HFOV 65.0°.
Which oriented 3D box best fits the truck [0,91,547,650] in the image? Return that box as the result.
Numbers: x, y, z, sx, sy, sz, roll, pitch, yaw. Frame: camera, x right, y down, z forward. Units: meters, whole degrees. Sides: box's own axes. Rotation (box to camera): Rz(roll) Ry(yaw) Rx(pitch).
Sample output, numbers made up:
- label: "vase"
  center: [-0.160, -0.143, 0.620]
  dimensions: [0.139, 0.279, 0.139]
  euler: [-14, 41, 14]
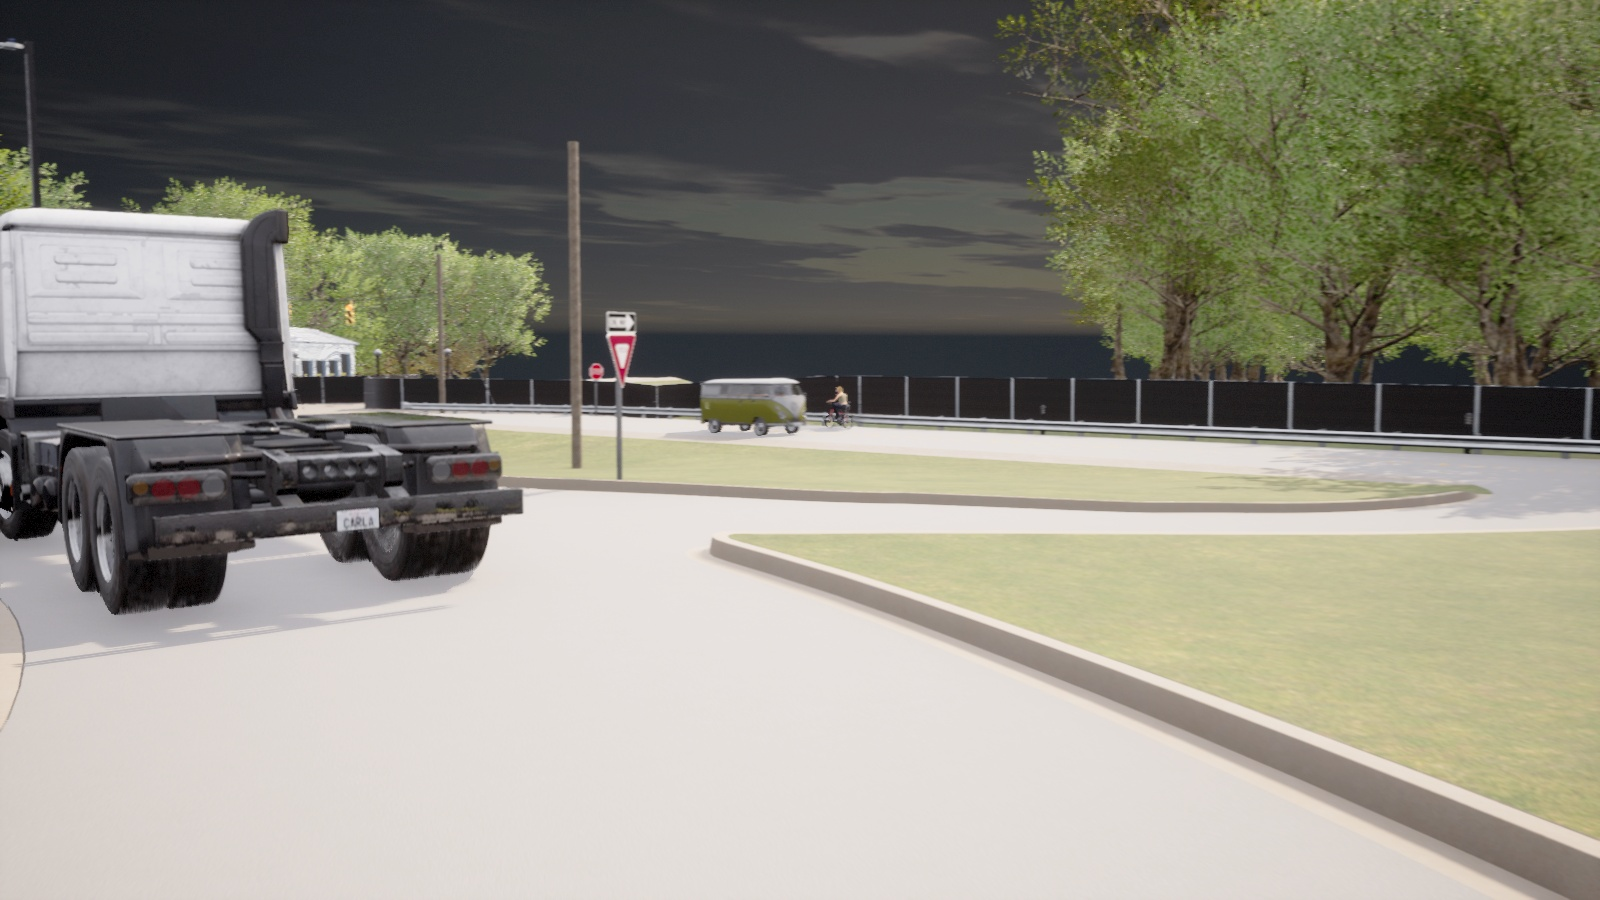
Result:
- label: "truck"
  center: [-5.605, -0.760, 11.768]
  dimensions: [2.891, 3.462, 7.936]
  euler: [-4, 6, -39]

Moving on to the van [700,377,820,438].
- label: "van"
  center: [-1.474, -1.565, 44.728]
  dimensions: [1.775, 1.987, 4.442]
  euler: [-5, 6, -42]

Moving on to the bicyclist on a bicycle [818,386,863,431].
- label: "bicyclist on a bicycle"
  center: [1.507, -1.563, 46.677]
  dimensions: [0.866, 1.612, 1.509]
  euler: [-5, 6, -42]

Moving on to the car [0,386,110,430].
- label: "car"
  center: [-28.988, -1.607, 48.313]
  dimensions: [1.801, 1.575, 5.366]
  euler: [0, 2, 1]
